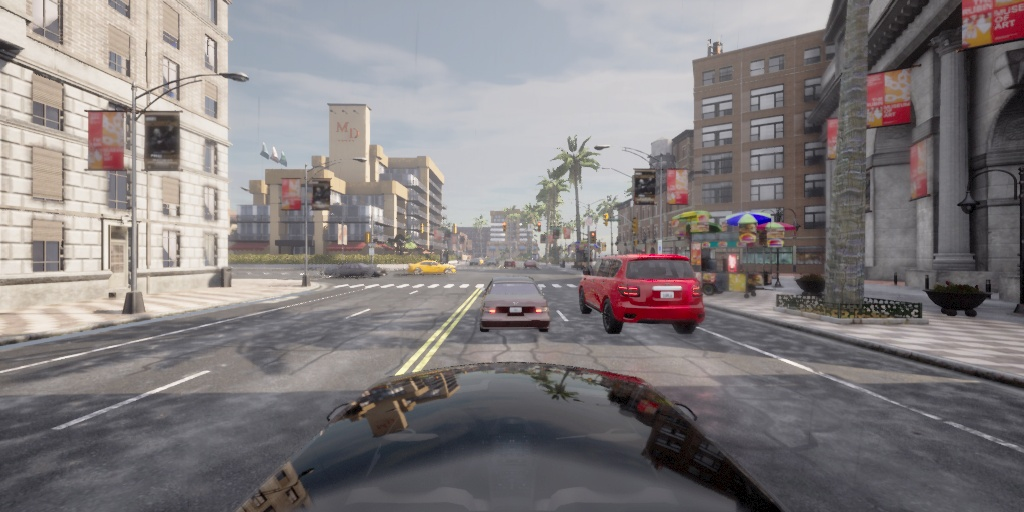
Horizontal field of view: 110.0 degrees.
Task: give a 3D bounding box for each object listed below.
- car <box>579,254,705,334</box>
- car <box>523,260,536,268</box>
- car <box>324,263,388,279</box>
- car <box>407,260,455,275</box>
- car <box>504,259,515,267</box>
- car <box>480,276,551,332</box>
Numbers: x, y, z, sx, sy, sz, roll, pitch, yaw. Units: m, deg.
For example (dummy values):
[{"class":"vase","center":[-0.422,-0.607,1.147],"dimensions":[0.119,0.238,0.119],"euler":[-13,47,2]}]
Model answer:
[{"class":"car","center":[3.501,0.971,10.779],"dimensions":[2.150,2.045,5.566],"euler":[0,0,0]},{"class":"car","center":[3.087,1.314,62.946],"dimensions":[1.994,1.385,4.181],"euler":[0,0,0]},{"class":"car","center":[-14.166,1.297,32.576],"dimensions":[5.357,1.411,2.033],"euler":[0,0,6]},{"class":"car","center":[-8.558,1.228,38.047],"dimensions":[5.008,1.535,1.882],"euler":[0,1,-17]},{"class":"car","center":[-0.418,1.227,63.670],"dimensions":[1.882,1.535,5.008],"euler":[0,0,0]},{"class":"car","center":[0.015,1.297,10.834],"dimensions":[2.033,1.411,5.357],"euler":[0,0,-2]}]
